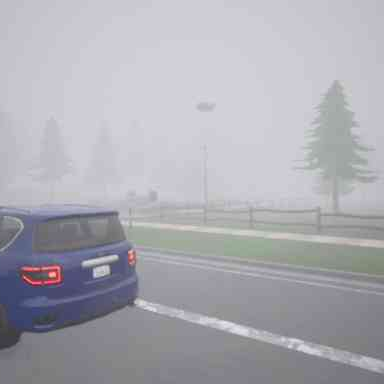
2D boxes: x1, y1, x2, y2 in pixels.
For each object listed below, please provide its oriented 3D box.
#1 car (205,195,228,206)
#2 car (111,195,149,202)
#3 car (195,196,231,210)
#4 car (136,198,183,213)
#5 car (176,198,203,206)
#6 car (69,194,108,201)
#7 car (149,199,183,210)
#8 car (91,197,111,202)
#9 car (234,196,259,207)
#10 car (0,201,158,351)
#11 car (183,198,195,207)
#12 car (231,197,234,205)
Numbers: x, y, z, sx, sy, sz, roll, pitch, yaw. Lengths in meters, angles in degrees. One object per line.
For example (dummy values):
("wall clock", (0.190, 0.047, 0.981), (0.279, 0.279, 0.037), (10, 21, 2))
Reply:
("car", (4.450, 1.518, 59.996), (2.097, 1.767, 4.553), (0, 0, 35))
("car", (-6.261, 1.367, 38.706), (2.150, 2.045, 5.566), (0, 0, 35))
("car", (2.947, 1.606, 45.725), (1.882, 1.535, 5.008), (0, 0, 35))
("car", (-3.701, 1.675, 36.256), (2.033, 1.411, 5.357), (0, 0, 35))
("car", (-0.386, 1.731, 59.225), (2.033, 1.411, 5.357), (0, 0, 35))
("car", (-12.557, 1.535, 41.916), (2.097, 1.767, 4.553), (0, 0, 35))
("car", (-3.714, 1.712, 48.424), (2.033, 1.411, 5.357), (0, 0, 35))
("car", (-9.354, 1.642, 40.387), (1.882, 1.535, 5.008), (0, 0, 35))
("car", (9.412, 1.482, 54.892), (2.097, 1.767, 4.553), (0, 0, 35))
("car", (-3.505, 1.258, 6.465), (5.566, 2.045, 2.150), (0, 0, 36))
("car", (0.027, 1.672, 47.645), (1.812, 1.442, 4.674), (0, 0, 35))
("car", (6.166, 1.649, 56.365), (1.837, 1.490, 4.892), (0, 1, 35))
